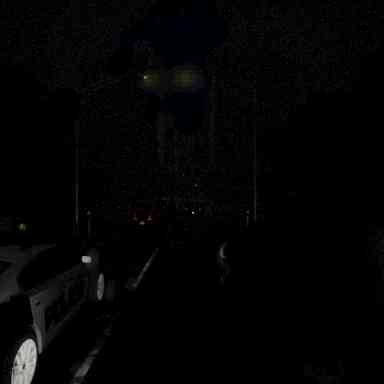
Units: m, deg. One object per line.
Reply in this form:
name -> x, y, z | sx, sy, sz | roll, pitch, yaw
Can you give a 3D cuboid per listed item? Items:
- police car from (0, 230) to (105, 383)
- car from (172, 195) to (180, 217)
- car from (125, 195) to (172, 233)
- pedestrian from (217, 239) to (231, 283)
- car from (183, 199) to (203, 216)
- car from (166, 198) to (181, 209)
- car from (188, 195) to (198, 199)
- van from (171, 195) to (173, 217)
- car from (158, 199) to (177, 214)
police car -> -2.745, 1.425, 5.151 | 1.930, 1.638, 5.238 | 0, 0, 0
car -> -2.608, 1.342, 31.180 | 2.192, 1.841, 5.009 | 0, 0, 0
car -> -2.616, 1.324, 19.952 | 2.192, 1.841, 5.009 | 0, 0, 0
pedestrian -> 0.729, 1.674, 8.158 | 0.500, 1.100, 0.500 | 0, 0, 0
car -> 0.117, 1.631, 32.902 | 1.895, 1.301, 4.718 | 0, 0, 0
car -> -2.596, 1.616, 48.021 | 2.008, 1.369, 4.403 | 0, 0, 0
car -> 0.102, 1.534, 44.538 | 1.882, 1.535, 5.008 | 0, 0, 0
van -> -2.612, 1.358, 25.566 | 1.690, 1.788, 3.998 | 0, 0, 0
car -> -2.605, 1.563, 36.623 | 1.752, 1.417, 4.829 | 0, 0, 0
